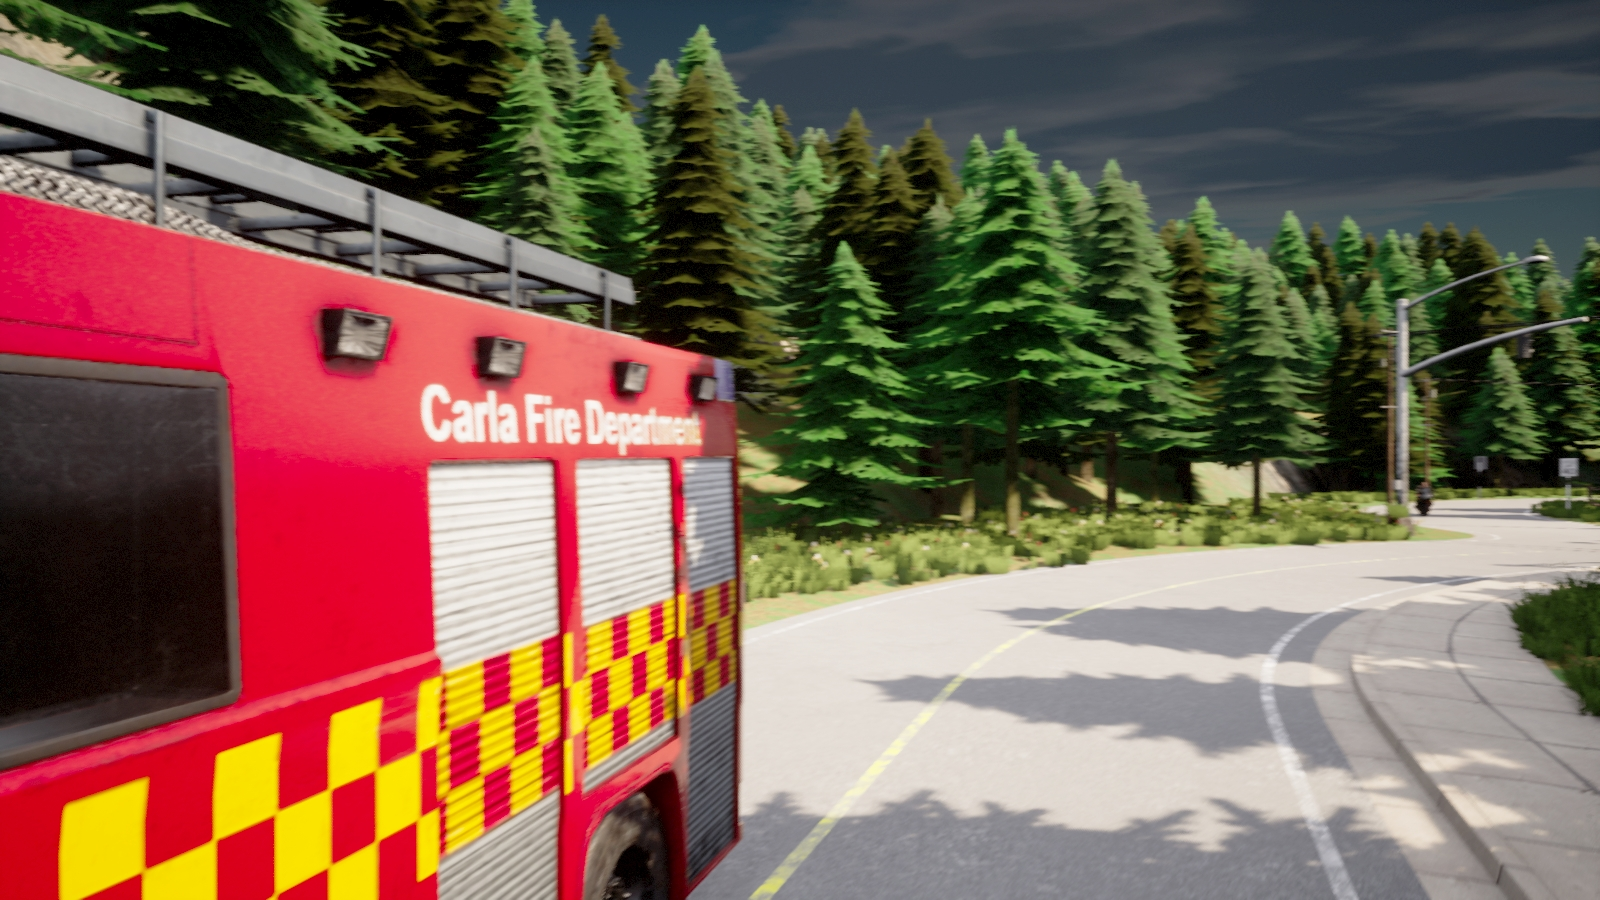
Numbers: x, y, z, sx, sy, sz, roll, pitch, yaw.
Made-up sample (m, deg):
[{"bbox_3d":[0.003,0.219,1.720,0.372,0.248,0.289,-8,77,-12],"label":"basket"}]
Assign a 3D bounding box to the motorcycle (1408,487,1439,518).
[{"bbox_3d":[27.407,2.288,50.241,0.867,1.251,2.209,1,0,21],"label":"motorcycle"}]
